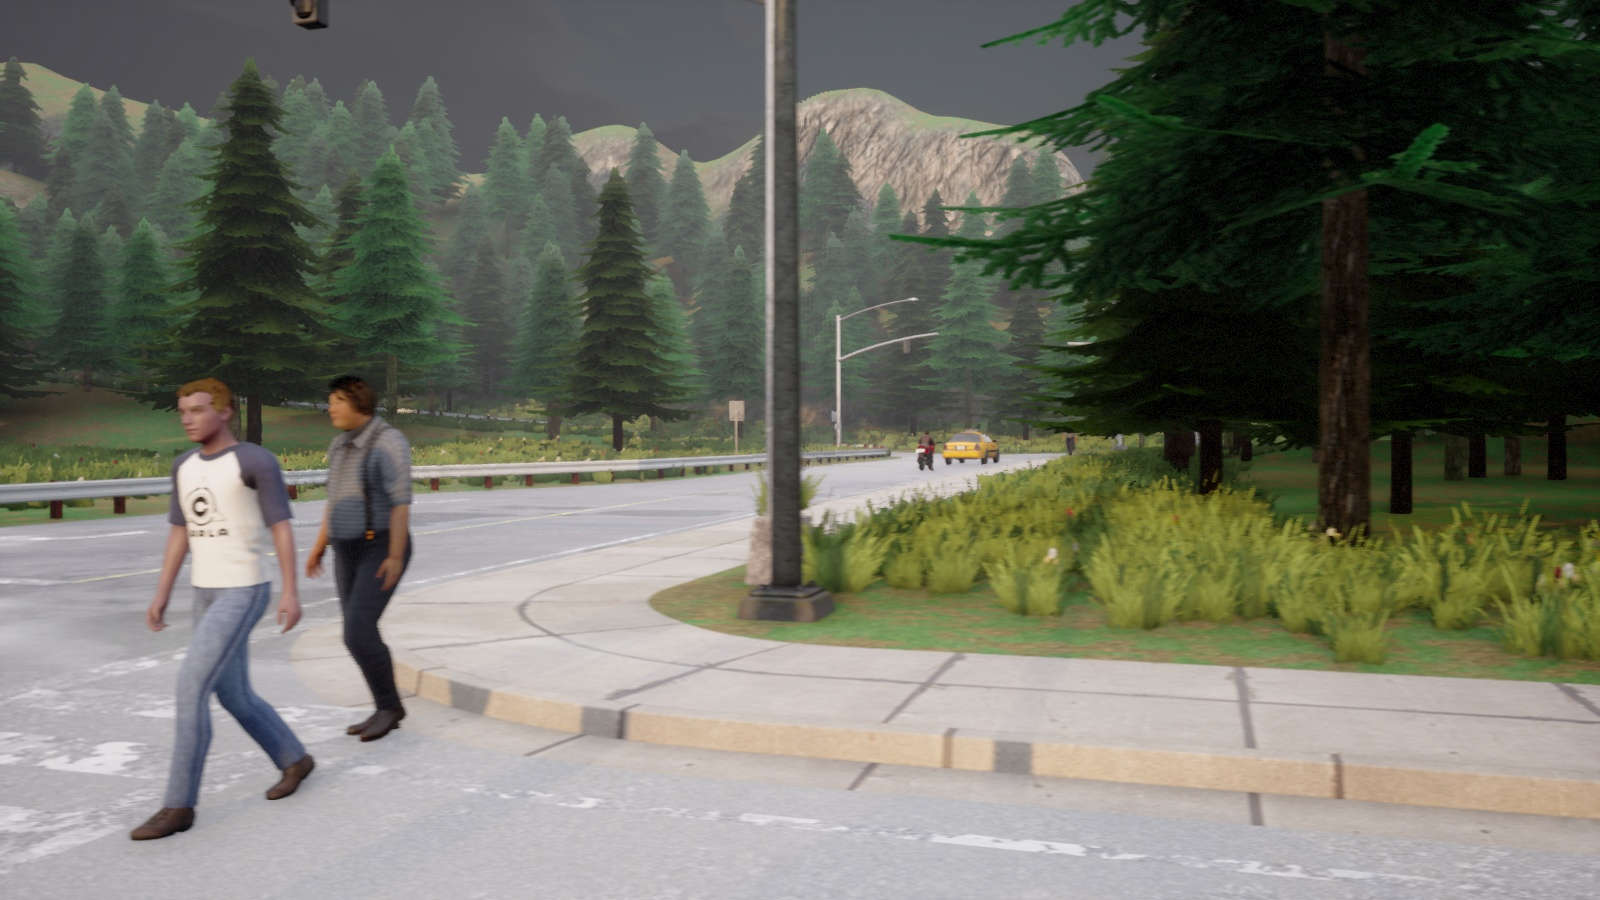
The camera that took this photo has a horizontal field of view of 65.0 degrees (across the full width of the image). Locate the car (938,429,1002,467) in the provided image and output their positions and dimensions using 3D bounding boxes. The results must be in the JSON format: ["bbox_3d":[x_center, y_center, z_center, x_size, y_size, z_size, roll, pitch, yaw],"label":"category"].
[{"bbox_3d":[7.573,-0.114,55.565,1.801,1.575,5.366,1,1,19],"label":"car"}]

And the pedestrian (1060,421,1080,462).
[{"bbox_3d":[12.052,-0.381,55.994,0.694,1.848,0.540,-1,1,-42],"label":"pedestrian"}]

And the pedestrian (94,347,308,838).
[{"bbox_3d":[-2.403,0.530,5.084,0.354,1.836,0.706,1,1,28],"label":"pedestrian"}]

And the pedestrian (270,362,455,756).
[{"bbox_3d":[-2.195,0.507,6.323,0.540,1.848,0.694,1,1,39],"label":"pedestrian"}]

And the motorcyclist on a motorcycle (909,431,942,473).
[{"bbox_3d":[4.721,0.051,47.154,0.797,1.523,2.044,1,1,18],"label":"motorcyclist on a motorcycle"}]
